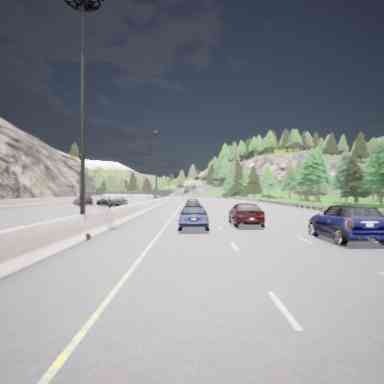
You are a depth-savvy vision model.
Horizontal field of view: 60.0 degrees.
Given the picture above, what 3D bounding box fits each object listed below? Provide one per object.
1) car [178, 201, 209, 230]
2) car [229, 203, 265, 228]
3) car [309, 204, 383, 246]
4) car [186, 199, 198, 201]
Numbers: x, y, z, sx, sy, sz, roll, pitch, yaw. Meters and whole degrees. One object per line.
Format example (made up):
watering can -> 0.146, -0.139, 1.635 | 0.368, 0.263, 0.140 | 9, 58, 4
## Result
car -> 0.101, 1.546, 20.825 | 2.033, 1.411, 5.357 | 0, 0, 0
car -> 3.601, 1.476, 22.468 | 1.882, 1.535, 5.008 | 0, 0, 0
car -> 7.100, 1.351, 15.394 | 2.097, 1.767, 4.553 | 0, 0, 0
car -> 0.100, 1.561, 42.504 | 1.994, 1.385, 4.181 | 0, 0, 0
